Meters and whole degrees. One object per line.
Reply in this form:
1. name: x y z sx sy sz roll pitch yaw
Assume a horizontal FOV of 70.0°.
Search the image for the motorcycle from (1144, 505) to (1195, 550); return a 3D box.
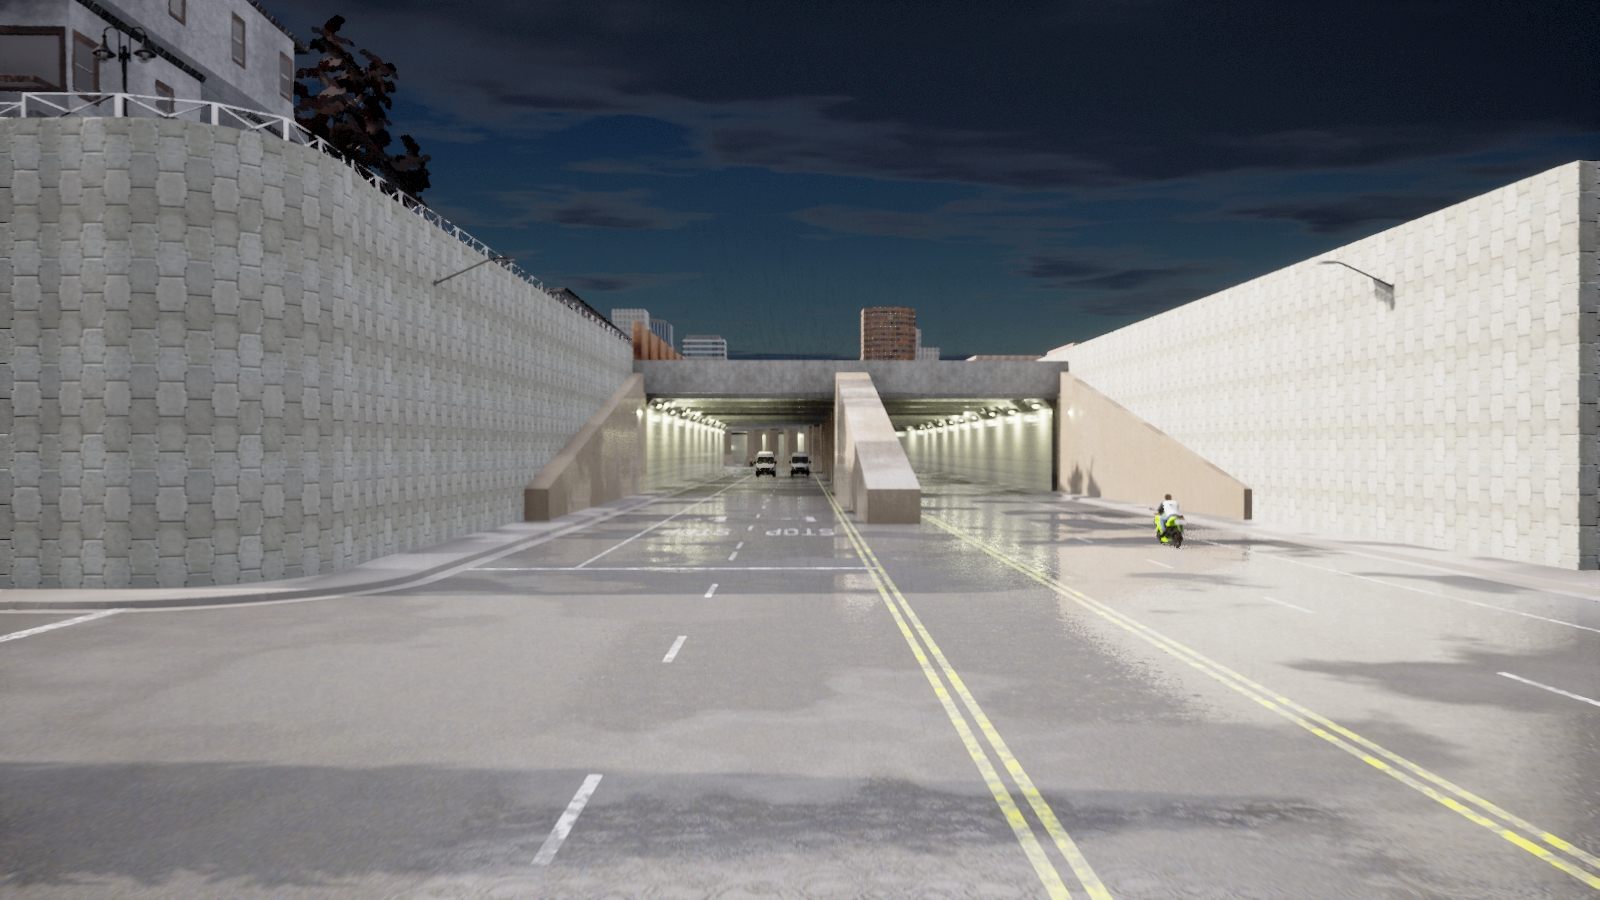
1. motorcycle: 10.482 2.192 32.499 0.803 1.145 2.033 0 0 0
